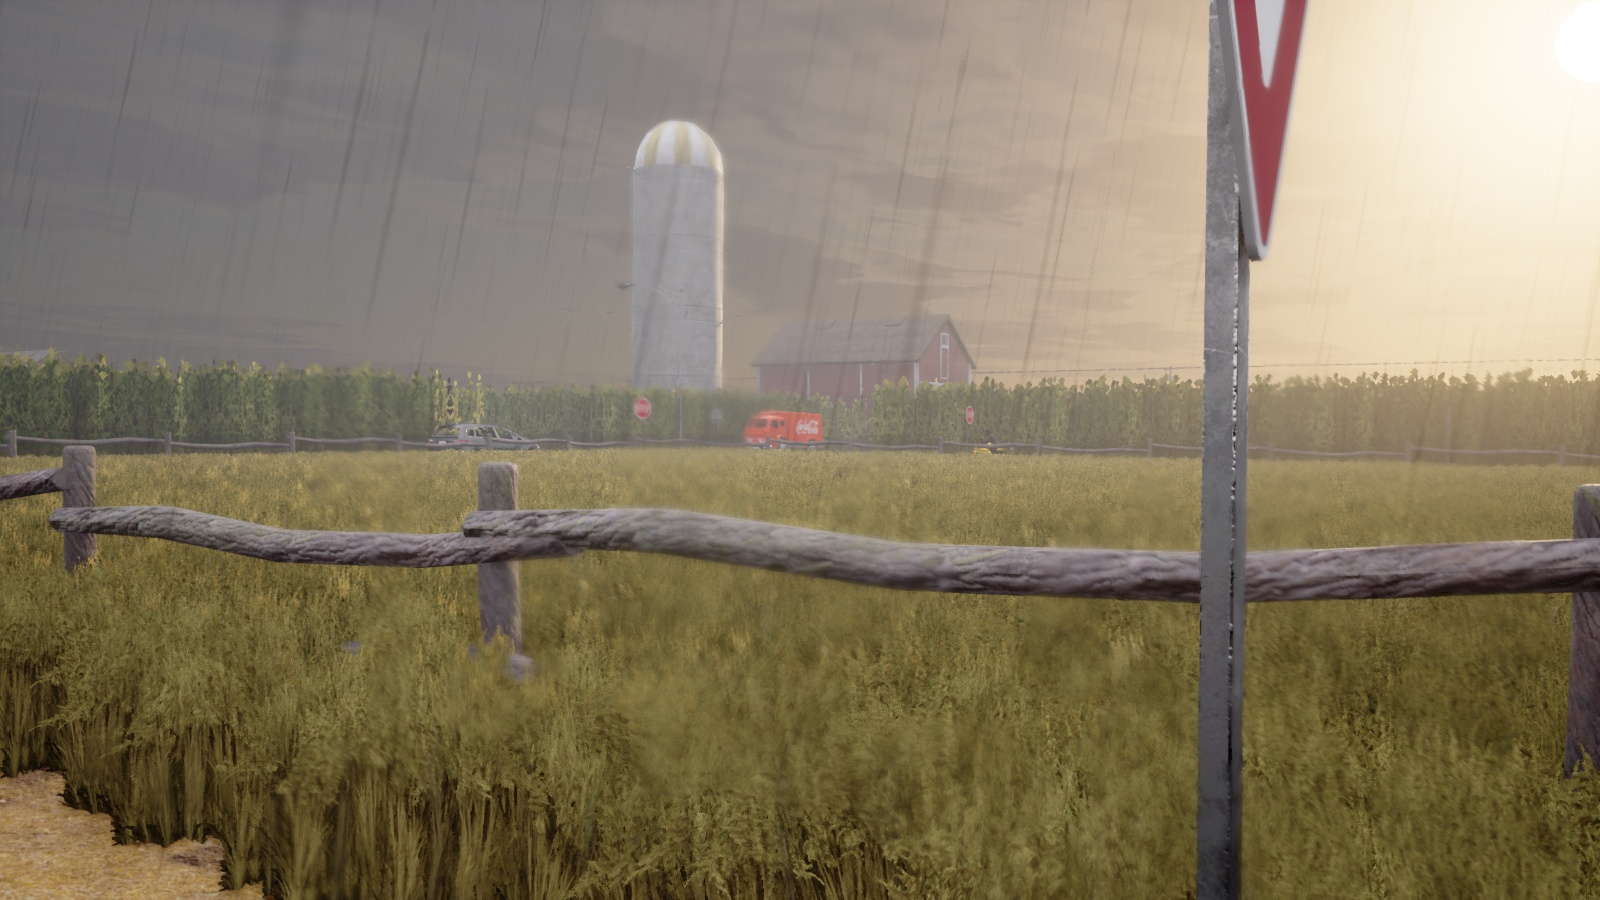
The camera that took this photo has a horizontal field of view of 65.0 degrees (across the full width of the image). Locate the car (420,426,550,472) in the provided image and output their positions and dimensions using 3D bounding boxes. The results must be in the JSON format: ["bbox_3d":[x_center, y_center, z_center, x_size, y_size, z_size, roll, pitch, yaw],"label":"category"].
[{"bbox_3d":[-12.292,-0.059,49.266,2.242,1.667,4.611,0,1,34],"label":"car"}]

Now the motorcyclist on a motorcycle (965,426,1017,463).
[{"bbox_3d":[8.071,-0.240,53.095,2.044,1.523,0.797,1,1,34],"label":"motorcyclist on a motorcycle"}]

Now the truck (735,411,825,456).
[{"bbox_3d":[-1.066,-0.931,71.622,2.627,2.467,5.204,0,0,34],"label":"truck"}]
